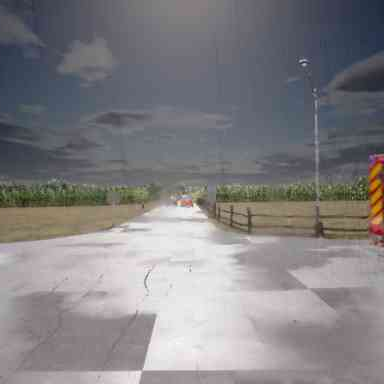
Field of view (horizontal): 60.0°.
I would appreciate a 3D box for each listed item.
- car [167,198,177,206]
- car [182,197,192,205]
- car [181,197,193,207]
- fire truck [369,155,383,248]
[{"bbox_3d":[-3.685,1.782,61.651,2.128,1.511,4.902,0,0,-1],"label":"car"},{"bbox_3d":[-1.023,1.848,67.527,1.837,1.490,4.892,0,-1,-1],"label":"car"},{"bbox_3d":[-0.871,1.610,57.492,2.097,1.767,4.553,0,0,-1],"label":"car"},{"bbox_3d":[10.086,0.159,9.891,8.468,3.827,2.891,-1,0,-1],"label":"fire truck"}]
